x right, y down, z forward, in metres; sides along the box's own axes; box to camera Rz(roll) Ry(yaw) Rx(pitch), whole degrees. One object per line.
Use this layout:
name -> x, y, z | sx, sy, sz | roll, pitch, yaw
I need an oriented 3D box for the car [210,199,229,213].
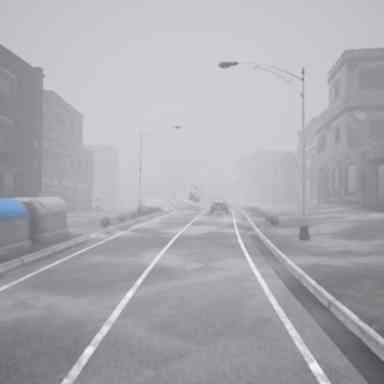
car -> 2.917, 1.450, 35.286 | 1.812, 1.442, 4.674 | 0, -1, 6
